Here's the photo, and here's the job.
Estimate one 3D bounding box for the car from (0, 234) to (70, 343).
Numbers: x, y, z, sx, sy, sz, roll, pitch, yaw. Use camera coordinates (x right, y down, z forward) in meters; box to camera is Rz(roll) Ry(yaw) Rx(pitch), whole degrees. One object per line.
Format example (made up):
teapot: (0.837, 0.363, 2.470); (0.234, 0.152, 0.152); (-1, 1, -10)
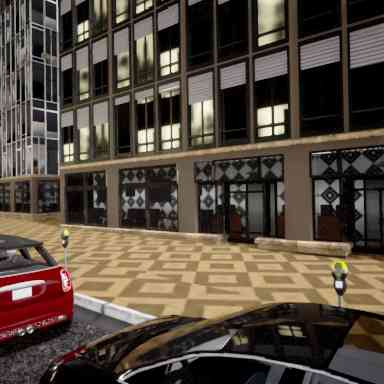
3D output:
car: (-3.911, 1.441, 5.819); (4.097, 1.590, 1.967); (0, -1, 37)

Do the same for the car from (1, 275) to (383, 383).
car: (0.663, 1.566, 2.439); (4.313, 1.339, 1.947); (0, -1, 36)
